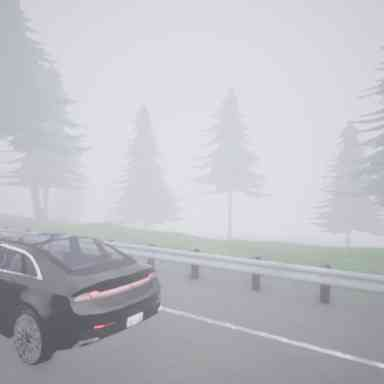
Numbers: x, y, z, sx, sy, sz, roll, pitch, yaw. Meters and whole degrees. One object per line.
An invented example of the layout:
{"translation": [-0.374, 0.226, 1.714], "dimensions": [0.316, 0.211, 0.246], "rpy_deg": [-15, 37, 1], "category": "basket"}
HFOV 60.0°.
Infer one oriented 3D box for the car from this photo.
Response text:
{"translation": [-2.766, 1.482, 5.794], "dimensions": [4.902, 1.511, 2.128], "rpy_deg": [0, 0, 34], "category": "car"}
